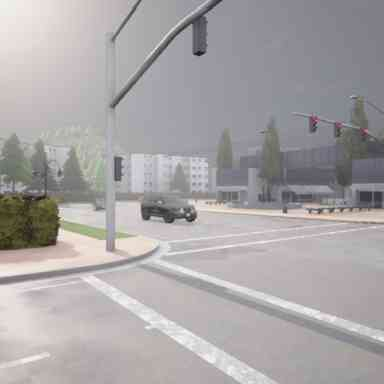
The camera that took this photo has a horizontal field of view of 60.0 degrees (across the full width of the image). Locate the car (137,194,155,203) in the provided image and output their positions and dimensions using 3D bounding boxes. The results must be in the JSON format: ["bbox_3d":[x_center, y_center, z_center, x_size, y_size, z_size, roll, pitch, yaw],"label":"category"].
[{"bbox_3d":[-9.329,1.352,68.065,2.097,1.767,4.553,0,0,15],"label":"car"}]

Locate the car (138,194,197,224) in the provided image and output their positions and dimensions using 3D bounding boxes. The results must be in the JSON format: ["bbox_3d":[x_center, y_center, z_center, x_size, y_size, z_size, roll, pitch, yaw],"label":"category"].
[{"bbox_3d":[-1.923,1.216,25.341,2.150,2.045,5.566,0,1,-37],"label":"car"}]

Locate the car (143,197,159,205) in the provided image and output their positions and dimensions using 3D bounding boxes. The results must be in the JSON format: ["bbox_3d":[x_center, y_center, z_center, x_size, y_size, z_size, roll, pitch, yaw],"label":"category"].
[{"bbox_3d":[-7.228,1.547,59.070,2.033,1.411,5.357,0,0,3],"label":"car"}]

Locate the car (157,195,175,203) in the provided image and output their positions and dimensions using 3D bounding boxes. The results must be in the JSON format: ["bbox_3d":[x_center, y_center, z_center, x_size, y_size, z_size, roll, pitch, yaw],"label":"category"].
[{"bbox_3d":[-5.314,1.477,69.534,1.882,1.535,5.008,0,0,20],"label":"car"}]

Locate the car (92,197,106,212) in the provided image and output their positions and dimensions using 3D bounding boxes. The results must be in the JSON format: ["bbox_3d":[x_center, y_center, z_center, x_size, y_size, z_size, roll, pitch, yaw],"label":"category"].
[{"bbox_3d":[-10.494,1.491,38.816,2.128,1.511,4.902,0,0,-23],"label":"car"}]

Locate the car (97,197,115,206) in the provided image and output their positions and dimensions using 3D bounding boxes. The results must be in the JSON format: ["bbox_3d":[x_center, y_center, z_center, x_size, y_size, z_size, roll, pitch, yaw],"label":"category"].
[{"bbox_3d":[-14.520,1.611,56.183,1.994,1.385,4.181,0,0,-1],"label":"car"}]
